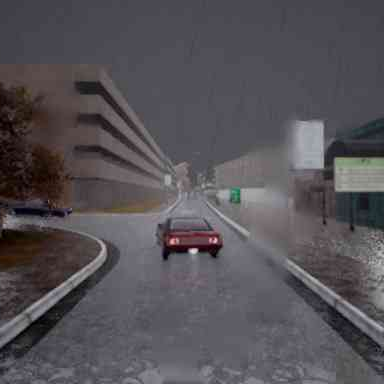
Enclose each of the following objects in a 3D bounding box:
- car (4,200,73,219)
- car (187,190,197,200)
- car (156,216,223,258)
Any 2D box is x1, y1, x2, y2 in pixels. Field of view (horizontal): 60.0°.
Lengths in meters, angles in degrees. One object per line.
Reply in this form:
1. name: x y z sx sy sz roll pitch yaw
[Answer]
1. car: -11.333 1.230 24.380 4.718 1.301 1.895 2 -1 10
2. car: 0.012 0.926 72.651 2.033 1.411 5.357 0 1 0
3. car: -0.311 1.535 12.427 1.895 1.301 4.718 0 0 -9
